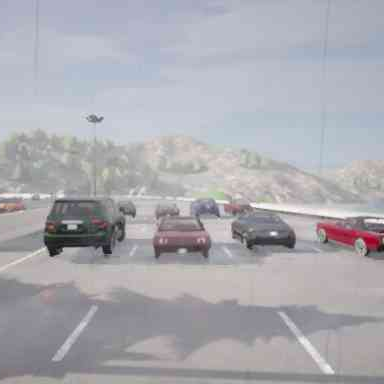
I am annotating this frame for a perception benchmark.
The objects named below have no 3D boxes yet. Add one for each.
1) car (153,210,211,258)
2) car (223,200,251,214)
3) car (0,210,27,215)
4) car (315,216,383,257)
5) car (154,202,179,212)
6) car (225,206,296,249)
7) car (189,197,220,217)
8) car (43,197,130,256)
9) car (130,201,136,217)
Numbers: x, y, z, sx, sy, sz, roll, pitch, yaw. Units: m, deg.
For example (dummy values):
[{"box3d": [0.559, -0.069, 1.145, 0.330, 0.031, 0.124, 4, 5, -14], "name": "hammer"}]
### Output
[{"box3d": [-0.453, 1.570, 12.739, 1.895, 1.301, 4.718, 0, 0, -4], "name": "car"}, {"box3d": [4.333, 1.443, 31.567, 1.812, 1.442, 4.674, 0, 0, -9], "name": "car"}, {"box3d": [-17.034, 1.296, 30.861, 2.097, 1.767, 4.553, 0, 0, -11], "name": "car"}, {"box3d": [6.557, 1.561, 12.781, 1.895, 1.301, 4.718, 0, 0, -4], "name": "car"}, {"box3d": [-2.230, 1.533, 28.442, 1.895, 1.301, 4.718, 0, 0, -9], "name": "car"}, {"box3d": [2.916, 1.525, 14.450, 1.994, 1.385, 4.181, 0, 0, -4], "name": "car"}, {"box3d": [1.040, 1.277, 30.037, 2.097, 1.767, 4.553, 0, 0, -9], "name": "car"}, {"box3d": [-3.992, 1.194, 13.242, 2.150, 2.045, 5.566, 0, 0, -4], "name": "car"}, {"box3d": [-6.095, 1.496, 30.336, 1.994, 1.385, 4.181, 0, 0, -9], "name": "car"}]
